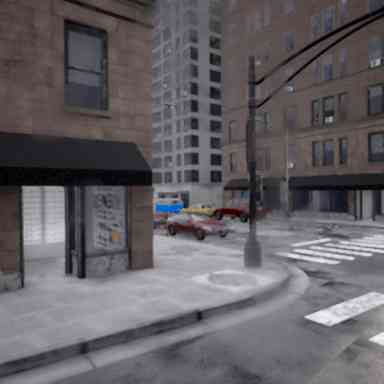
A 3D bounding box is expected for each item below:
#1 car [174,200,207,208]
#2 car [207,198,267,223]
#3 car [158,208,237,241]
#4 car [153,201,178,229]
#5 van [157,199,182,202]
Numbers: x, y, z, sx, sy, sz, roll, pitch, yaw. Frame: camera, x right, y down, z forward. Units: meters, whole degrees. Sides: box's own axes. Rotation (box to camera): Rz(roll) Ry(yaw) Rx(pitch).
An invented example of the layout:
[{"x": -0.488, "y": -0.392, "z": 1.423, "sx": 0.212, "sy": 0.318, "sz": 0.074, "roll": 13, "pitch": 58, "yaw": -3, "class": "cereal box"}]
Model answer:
[{"x": 0.566, "y": 1.734, "z": 31.978, "sx": 1.752, "sy": 1.417, "sz": 4.829, "roll": -2, "pitch": 0, "yaw": -36, "class": "car"}, {"x": 3.874, "y": 1.452, "z": 27.370, "sx": 2.192, "sy": 1.841, "sz": 5.009, "roll": -2, "pitch": 0, "yaw": -36, "class": "car"}, {"x": 0.176, "y": 1.740, "z": 17.924, "sx": 1.802, "sy": 1.307, "sz": 4.206, "roll": -2, "pitch": 0, "yaw": -36, "class": "car"}, {"x": -3.042, "y": 1.667, "z": 22.392, "sx": 1.967, "sy": 1.590, "sz": 4.097, "roll": -2, "pitch": 0, "yaw": -36, "class": "car"}, {"x": -2.554, "y": 1.619, "z": 36.307, "sx": 1.690, "sy": 1.788, "sz": 3.998, "roll": -2, "pitch": 0, "yaw": -36, "class": "van"}]
